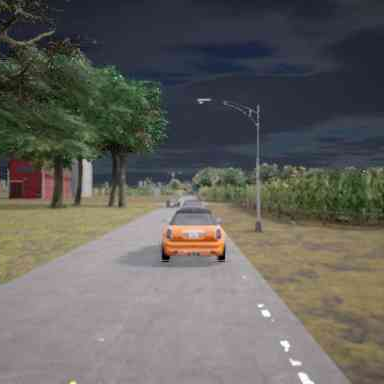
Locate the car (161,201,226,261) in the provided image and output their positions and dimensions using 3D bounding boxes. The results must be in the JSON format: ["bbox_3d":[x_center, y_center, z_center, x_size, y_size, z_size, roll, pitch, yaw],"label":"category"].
[{"bbox_3d":[0.068,1.384,12.490,2.097,1.767,4.553,0,0,0],"label":"car"}]

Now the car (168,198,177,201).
[{"bbox_3d":[-2.810,1.607,49.182,2.128,1.511,4.902,0,0,0],"label":"car"}]

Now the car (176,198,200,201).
[{"bbox_3d":[0.072,1.422,27.554,2.097,1.767,4.553,0,0,0],"label":"car"}]
